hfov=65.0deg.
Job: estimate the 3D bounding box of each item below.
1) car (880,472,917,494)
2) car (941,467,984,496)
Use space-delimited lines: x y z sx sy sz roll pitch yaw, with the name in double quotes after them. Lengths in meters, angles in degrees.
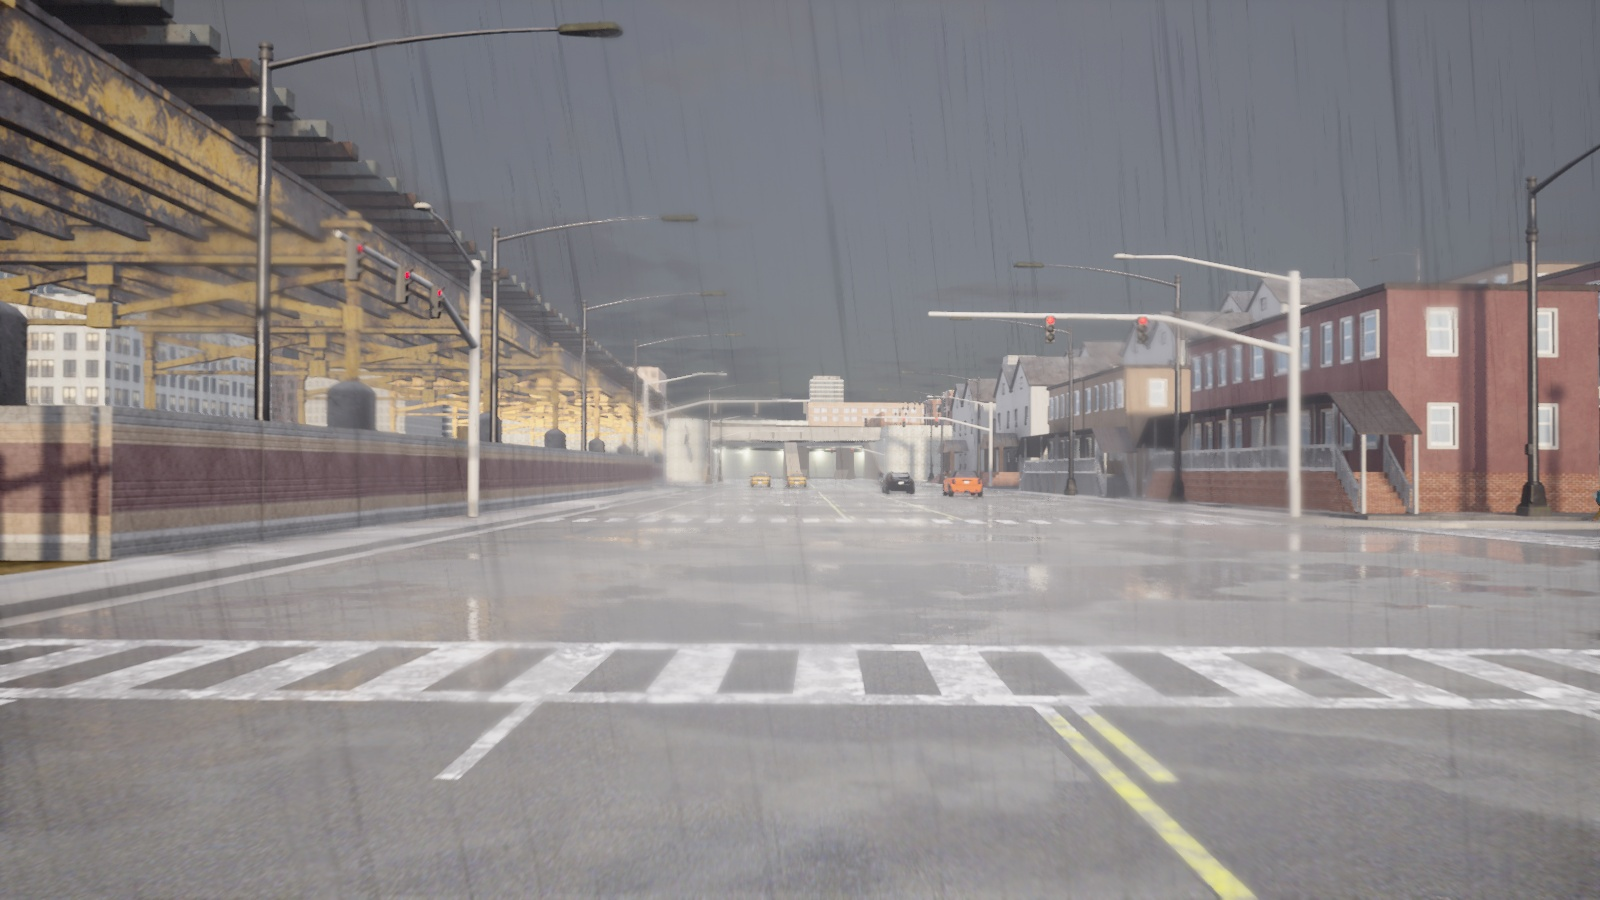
6.806 2.241 86.858 2.163 1.488 4.792 0 -1 0 "car"
10.321 1.970 79.966 2.097 1.767 4.553 0 -1 0 "car"
